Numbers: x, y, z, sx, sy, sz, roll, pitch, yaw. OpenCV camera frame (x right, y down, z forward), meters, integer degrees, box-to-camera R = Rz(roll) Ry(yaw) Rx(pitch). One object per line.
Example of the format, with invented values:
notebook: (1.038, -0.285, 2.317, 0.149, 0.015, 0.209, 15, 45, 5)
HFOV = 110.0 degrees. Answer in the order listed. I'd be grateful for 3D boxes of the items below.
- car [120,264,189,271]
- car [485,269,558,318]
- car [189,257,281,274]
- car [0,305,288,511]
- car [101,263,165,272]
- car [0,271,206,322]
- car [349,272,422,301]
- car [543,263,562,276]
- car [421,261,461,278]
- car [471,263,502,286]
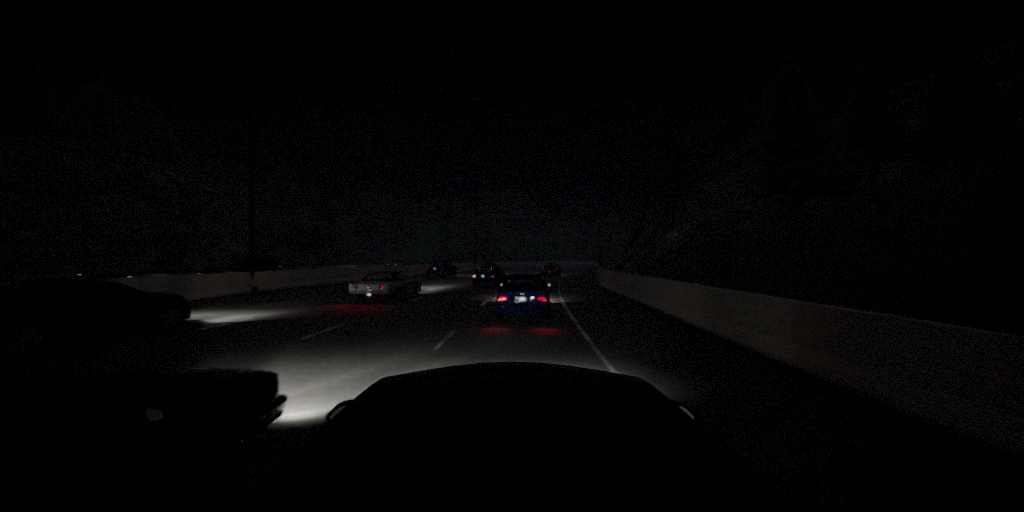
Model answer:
car: (-23.259, 1.432, 24.725, 1.895, 1.301, 4.718, 0, 0, 6)
car: (0.476, 1.371, 13.350, 2.033, 1.411, 5.357, 0, 0, 4)
car: (-19.581, 1.071, 26.123, 2.150, 2.045, 5.566, 0, 0, 7)
car: (-3.376, 1.287, 1.441, 2.033, 1.411, 5.357, 0, 0, 0)
car: (-26.567, 1.310, 26.422, 1.882, 1.535, 5.008, 0, 0, 7)
car: (-10.222, 1.271, 8.315, 1.837, 1.490, 4.892, 0, 0, 2)
car: (-6.161, 1.437, 18.146, 1.895, 1.301, 4.718, 0, 0, 5)
car: (4.708, 1.538, 42.052, 1.812, 1.442, 4.674, 0, 0, 13)
car: (-7.115, 1.301, 36.901, 2.097, 1.767, 4.553, 0, 0, 10)
car: (-1.653, 1.450, 27.074, 2.033, 1.411, 5.357, 0, 0, 8)
